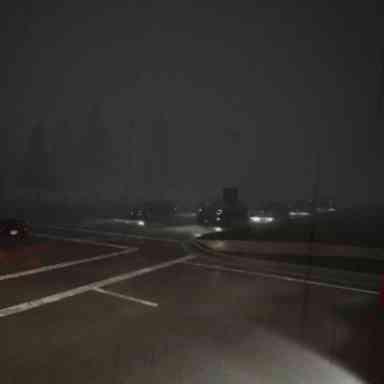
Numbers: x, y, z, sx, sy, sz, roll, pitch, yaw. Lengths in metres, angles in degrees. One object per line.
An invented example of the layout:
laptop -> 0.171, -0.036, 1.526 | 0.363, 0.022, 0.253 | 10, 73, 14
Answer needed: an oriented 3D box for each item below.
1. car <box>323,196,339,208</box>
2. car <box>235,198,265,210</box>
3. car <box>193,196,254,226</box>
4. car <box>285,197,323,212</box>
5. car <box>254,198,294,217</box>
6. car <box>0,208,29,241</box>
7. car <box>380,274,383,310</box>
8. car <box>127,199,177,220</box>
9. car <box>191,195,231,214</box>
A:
car -> 18.798, 1.294, 45.936 | 2.097, 1.767, 4.553 | 0, 0, 36
car -> 7.418, 1.505, 42.277 | 1.895, 1.301, 4.718 | 0, 0, 36
car -> 2.207, 1.291, 23.300 | 2.097, 1.767, 4.553 | 0, 0, 36
car -> 12.748, 1.488, 37.711 | 2.033, 1.411, 5.357 | 0, 0, 36
car -> 7.288, 1.504, 30.255 | 1.994, 1.385, 4.181 | 0, 0, 37
car -> -9.062, 1.443, 14.754 | 4.674, 1.442, 1.812 | 0, 0, 36
car -> 5.626, 1.234, 4.277 | 5.566, 2.045, 2.150 | 0, 0, 36
car -> -3.222, 1.407, 27.743 | 1.837, 1.490, 4.892 | 0, 0, 36
car -> 2.106, 1.255, 35.022 | 2.097, 1.767, 4.553 | 0, 0, 36
